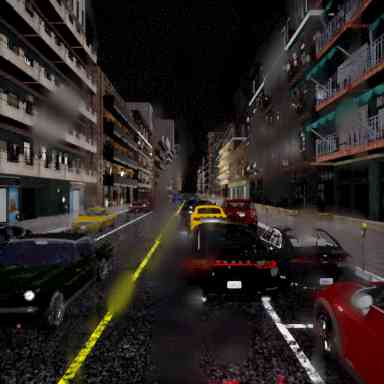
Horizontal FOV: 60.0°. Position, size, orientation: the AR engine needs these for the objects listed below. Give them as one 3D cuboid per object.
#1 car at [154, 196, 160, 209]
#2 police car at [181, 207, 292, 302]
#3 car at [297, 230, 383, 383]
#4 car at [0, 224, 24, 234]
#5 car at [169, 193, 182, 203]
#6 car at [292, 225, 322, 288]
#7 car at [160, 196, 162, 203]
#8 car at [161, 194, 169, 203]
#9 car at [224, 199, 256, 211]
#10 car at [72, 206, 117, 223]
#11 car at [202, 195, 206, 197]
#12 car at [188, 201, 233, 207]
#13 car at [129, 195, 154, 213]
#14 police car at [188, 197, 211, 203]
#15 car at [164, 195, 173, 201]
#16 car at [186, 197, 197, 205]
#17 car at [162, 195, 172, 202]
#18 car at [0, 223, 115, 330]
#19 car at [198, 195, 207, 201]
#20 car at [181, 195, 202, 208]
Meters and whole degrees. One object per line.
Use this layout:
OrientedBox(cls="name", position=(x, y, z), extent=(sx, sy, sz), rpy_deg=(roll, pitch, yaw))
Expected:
OrientedBox(cls="car", position=(-5.758, 1.308, 42.633), extent=(2.192, 1.841, 5.009), rpy_deg=(0, 0, 0))
OrientedBox(cls="police car", position=(0.749, 1.424, 8.434), extent=(1.930, 1.638, 5.238), rpy_deg=(0, 0, 0))
OrientedBox(cls="car", position=(2.687, 1.440, 3.189), extent=(1.967, 1.590, 4.097), rpy_deg=(0, 0, 0))
OrientedBox(cls="car", position=(-5.704, 1.566, 8.813), extent=(1.947, 1.339, 4.313), rpy_deg=(0, 0, 0))
OrientedBox(cls="car", position=(-3.104, 1.205, 69.948), extent=(2.150, 2.045, 5.566), rpy_deg=(0, 0, 0))
OrientedBox(cls="car", position=(2.678, 1.551, 8.824), extent=(2.008, 1.369, 4.403), rpy_deg=(0, 0, 0))
OrientedBox(cls="car", position=(-5.769, 1.573, 48.270), extent=(1.802, 1.307, 4.206), rpy_deg=(0, 0, 0))
OrientedBox(cls="car", position=(-5.805, 1.297, 70.815), extent=(2.192, 1.841, 5.009), rpy_deg=(0, 0, 0))
OrientedBox(cls="car", position=(2.660, 1.314, 20.097), extent=(2.192, 1.841, 5.009), rpy_deg=(0, 0, 0))
OrientedBox(cls="car", position=(-5.722, 1.524, 19.917), extent=(1.752, 1.417, 4.829), rpy_deg=(0, 0, 0))
OrientedBox(cls="car", position=(2.574, 1.508, 70.995), extent=(1.752, 1.417, 4.829), rpy_deg=(0, 0, 0))
OrientedBox(cls="car", position=(0.870, 1.477, 18.318), extent=(1.882, 1.535, 5.008), rpy_deg=(0, 0, 0))
OrientedBox(cls="car", position=(-5.750, 1.435, 36.997), extent=(1.967, 1.590, 4.097), rpy_deg=(0, 0, 0))
OrientedBox(cls="police car", position=(0.860, 1.423, 24.428), extent=(1.930, 1.638, 5.238), rpy_deg=(0, 0, 0))
OrientedBox(cls="car", position=(-5.824, 1.522, 82.088), extent=(1.887, 1.381, 4.507), rpy_deg=(0, 0, 0))
OrientedBox(cls="car", position=(-0.098, 1.551, 58.868), extent=(1.994, 1.385, 4.181), rpy_deg=(0, 0, 0))
OrientedBox(cls="car", position=(-5.815, 1.420, 76.451), extent=(1.967, 1.590, 4.097), rpy_deg=(0, 0, 0))
OrientedBox(cls="car", position=(-3.112, 1.601, 7.014), extent=(1.895, 1.301, 4.718), rpy_deg=(0, 0, 0))
OrientedBox(cls="car", position=(2.556, 1.522, 82.097), extent=(1.887, 1.381, 4.507), rpy_deg=(0, 0, 0))
OrientedBox(cls="car", position=(-0.060, 1.484, 45.406), extent=(2.128, 1.511, 4.902), rpy_deg=(0, 0, 0))
